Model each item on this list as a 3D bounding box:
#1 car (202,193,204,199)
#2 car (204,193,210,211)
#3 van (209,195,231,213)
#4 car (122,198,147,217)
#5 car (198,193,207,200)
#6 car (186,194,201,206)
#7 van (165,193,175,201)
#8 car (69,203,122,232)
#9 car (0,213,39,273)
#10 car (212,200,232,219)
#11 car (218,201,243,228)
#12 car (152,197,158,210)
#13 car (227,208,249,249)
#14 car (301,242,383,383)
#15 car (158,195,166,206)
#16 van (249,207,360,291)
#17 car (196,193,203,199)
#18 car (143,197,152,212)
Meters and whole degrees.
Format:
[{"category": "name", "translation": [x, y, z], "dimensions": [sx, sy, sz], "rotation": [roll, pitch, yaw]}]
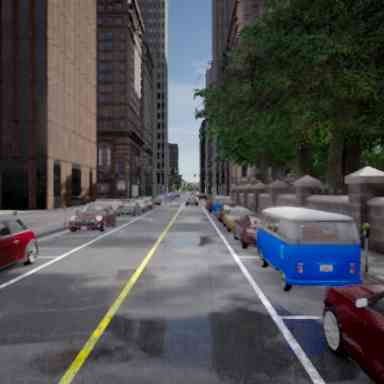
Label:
[{"category": "car", "translation": [2.776, 1.249, 41.850], "dimensions": [2.192, 1.841, 5.009], "rotation": [0, 0, 0]}, {"category": "car", "translation": [2.774, 1.263, 36.325], "dimensions": [2.192, 1.841, 5.009], "rotation": [0, 0, 0]}, {"category": "van", "translation": [2.772, 1.301, 30.801], "dimensions": [1.690, 1.788, 3.998], "rotation": [0, 0, 0]}, {"category": "car", "translation": [-5.754, 1.510, 30.793], "dimensions": [2.008, 1.369, 4.403], "rotation": [0, 0, 0]}, {"category": "car", "translation": [2.786, 1.132, 90.435], "dimensions": [2.192, 1.841, 5.009], "rotation": [0, 0, 0]}, {"category": "car", "translation": [0.013, 1.468, 51.956], "dimensions": [1.994, 1.385, 4.181], "rotation": [0, 0, 1]}, {"category": "van", "translation": [-5.741, 1.177, 79.546], "dimensions": [1.690, 1.788, 3.998], "rotation": [0, 0, 0]}, {"category": "car", "translation": [-5.757, 1.418, 19.744], "dimensions": [1.967, 1.590, 4.097], "rotation": [0, 0, 0]}, {"category": "car", "translation": [-5.760, 1.434, 8.695], "dimensions": [1.967, 1.590, 4.097], "rotation": [0, 0, 0]}, {"category": "car", "translation": [2.770, 1.552, 25.277], "dimensions": [1.802, 1.307, 4.206], "rotation": [0, 0, 0]}, {"category": "car", "translation": [2.769, 1.504, 19.923], "dimensions": [1.752, 1.417, 4.829], "rotation": [0, 0, 0]}, {"category": "car", "translation": [-5.750, 1.373, 41.842], "dimensions": [1.967, 1.590, 4.097], "rotation": [0, 0, 0]}, {"category": "car", "translation": [2.767, 1.569, 14.229], "dimensions": [1.802, 1.307, 4.206], "rotation": [0, 0, 0]}, {"category": "car", "translation": [2.764, 1.544, 3.180], "dimensions": [1.887, 1.381, 4.507], "rotation": [0, 0, 0]}, {"category": "car", "translation": [-5.748, 1.467, 52.889], "dimensions": [1.947, 1.339, 4.313], "rotation": [0, 0, 0]}, {"category": "van", "translation": [2.766, 1.336, 8.703], "dimensions": [1.690, 1.788, 3.998], "rotation": [0, 0, 0]}, {"category": "car", "translation": [2.785, 1.141, 84.994], "dimensions": [2.192, 1.841, 5.009], "rotation": [0, 0, 0]}, {"category": "car", "translation": [-5.752, 1.473, 36.147], "dimensions": [1.752, 1.417, 4.829], "rotation": [0, 0, 0]}]
